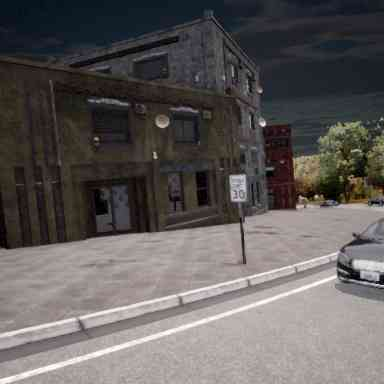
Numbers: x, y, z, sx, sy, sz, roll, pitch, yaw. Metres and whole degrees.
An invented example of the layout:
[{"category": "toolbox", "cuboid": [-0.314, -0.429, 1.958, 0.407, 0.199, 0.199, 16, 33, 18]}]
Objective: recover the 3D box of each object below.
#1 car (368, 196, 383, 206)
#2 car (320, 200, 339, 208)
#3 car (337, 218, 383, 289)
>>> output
[{"category": "car", "cuboid": [28.978, 1.393, 51.147, 2.128, 1.511, 4.902, -5, -2, -1]}, {"category": "car", "cuboid": [25.204, 2.144, 61.118, 1.994, 1.385, 4.181, -5, -2, -5]}, {"category": "car", "cuboid": [5.419, 1.411, 8.416, 4.902, 1.511, 2.128, -1, 0, -42]}]
